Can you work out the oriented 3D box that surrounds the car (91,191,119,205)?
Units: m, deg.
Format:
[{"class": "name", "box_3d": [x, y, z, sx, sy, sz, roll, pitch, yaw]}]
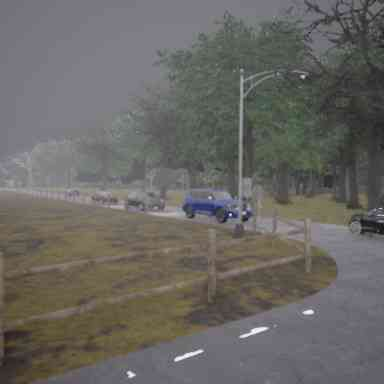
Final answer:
[{"class": "car", "box_3d": [-10.171, 0.618, 38.533, 1.882, 1.535, 5.008, 0, 1, -36]}]

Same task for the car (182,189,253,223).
[{"class": "car", "box_3d": [1.533, 0.838, 22.094, 2.150, 2.045, 5.566, 0, 1, -36]}]

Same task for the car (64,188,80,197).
[{"class": "car", "box_3d": [-21.473, 0.086, 59.458, 1.837, 1.490, 4.892, 0, 1, -35]}]

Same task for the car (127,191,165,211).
[{"class": "car", "box_3d": [-4.285, 0.732, 30.261, 2.097, 1.767, 4.553, 0, 1, -34]}]

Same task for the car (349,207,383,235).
[{"class": "car", "box_3d": [8.962, 1.357, 14.630, 2.128, 1.511, 4.902, 1, 1, -9]}]
